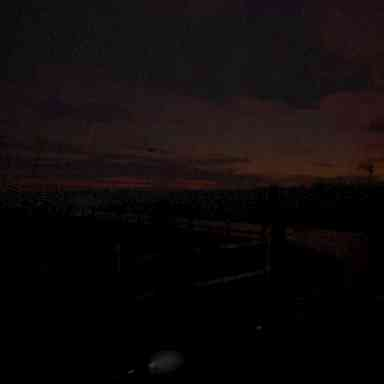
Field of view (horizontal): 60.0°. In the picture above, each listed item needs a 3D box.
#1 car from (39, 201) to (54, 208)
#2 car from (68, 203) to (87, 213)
[{"bbox_3d":[-35.446,3.164,81.714,2.033,1.411,5.357,0,-1,-35],"label":"car"},{"bbox_3d":[-17.618,2.426,50.998,2.128,1.511,4.902,0,-1,-35],"label":"car"}]
